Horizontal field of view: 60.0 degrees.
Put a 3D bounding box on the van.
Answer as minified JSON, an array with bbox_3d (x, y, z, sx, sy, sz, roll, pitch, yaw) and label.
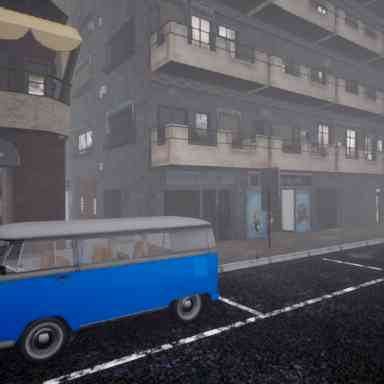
[{"bbox_3d":[-1.416,1.341,5.557,3.998,1.788,1.690,0,0,-35],"label":"van"}]
